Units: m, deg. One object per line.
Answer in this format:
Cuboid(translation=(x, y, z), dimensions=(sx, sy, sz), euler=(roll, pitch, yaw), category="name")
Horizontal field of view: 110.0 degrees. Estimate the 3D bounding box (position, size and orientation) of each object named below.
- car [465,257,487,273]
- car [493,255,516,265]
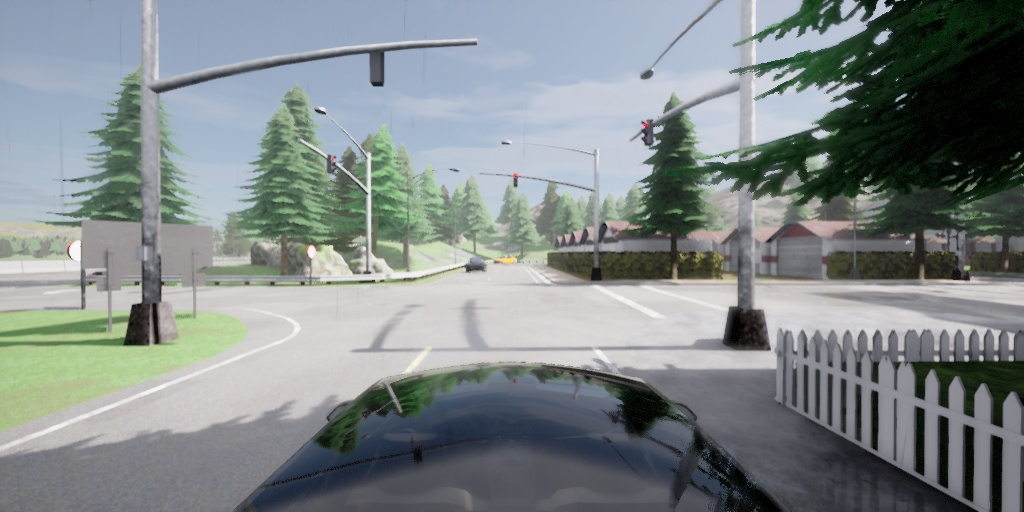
Cuboid(translation=(-3.592, 1.032, 36.681), dimensions=(1.895, 1.301, 4.718), euler=(0, 1, 0), category="car")
Cuboid(translation=(-1.264, 0.671, 61.555), dimensions=(1.882, 1.535, 5.008), euler=(0, 1, 36), category="car")
